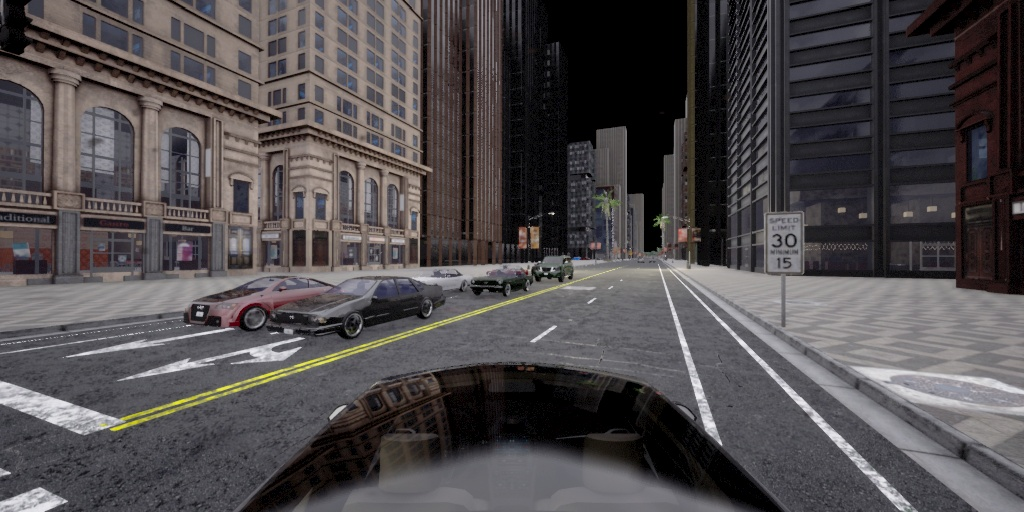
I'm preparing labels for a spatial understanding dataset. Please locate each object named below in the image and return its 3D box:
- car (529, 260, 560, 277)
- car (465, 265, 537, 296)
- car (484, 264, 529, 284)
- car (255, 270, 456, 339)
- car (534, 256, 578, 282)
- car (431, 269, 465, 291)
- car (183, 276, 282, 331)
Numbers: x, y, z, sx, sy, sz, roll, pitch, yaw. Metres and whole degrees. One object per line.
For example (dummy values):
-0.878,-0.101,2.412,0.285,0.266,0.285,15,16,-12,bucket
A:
3.538,1.250,37.897,1.882,1.535,5.008,0,0,22,car
-0.439,1.357,19.394,1.895,1.301,4.718,0,0,22,car
-0.304,1.364,28.442,1.895,1.301,4.718,0,0,22,car
-4.016,1.299,10.497,2.033,1.411,5.357,0,0,22,car
3.555,0.986,29.318,2.150,2.045,5.566,0,0,22,car
-4.021,1.356,19.200,1.895,1.301,4.718,0,0,22,car
-7.285,1.315,11.069,1.994,1.385,4.181,0,0,22,car
